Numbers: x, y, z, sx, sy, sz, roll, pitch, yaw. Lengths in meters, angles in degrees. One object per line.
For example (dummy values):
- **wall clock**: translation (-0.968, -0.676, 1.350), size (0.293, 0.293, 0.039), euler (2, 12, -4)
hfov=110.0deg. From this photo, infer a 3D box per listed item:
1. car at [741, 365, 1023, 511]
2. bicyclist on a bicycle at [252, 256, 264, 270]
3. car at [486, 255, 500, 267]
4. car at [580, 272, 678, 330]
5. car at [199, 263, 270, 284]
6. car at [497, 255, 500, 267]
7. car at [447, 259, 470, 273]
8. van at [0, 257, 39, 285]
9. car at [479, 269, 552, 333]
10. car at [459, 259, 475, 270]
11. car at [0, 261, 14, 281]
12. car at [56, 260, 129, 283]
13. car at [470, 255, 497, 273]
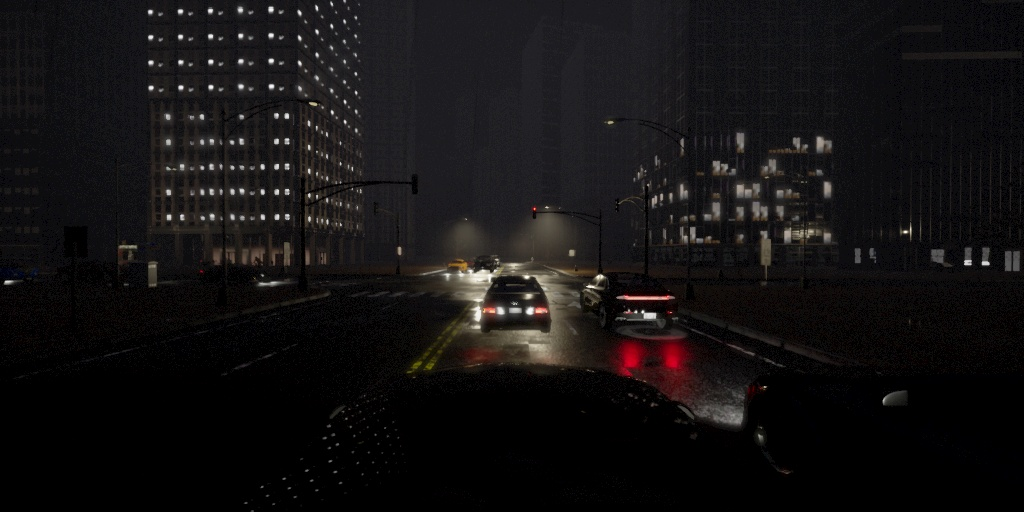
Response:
- **car**: translation (3.354, 1.314, 1.969), size (1.994, 1.385, 4.181), euler (0, 0, 0)
- **bicyclist on a bicycle**: translation (-24.659, 0.867, 34.749), size (0.582, 1.620, 1.656), euler (0, 1, 1)
- **car**: translation (-3.253, 0.896, 63.106), size (2.150, 2.045, 5.566), euler (0, 0, 0)
- **car**: translation (3.359, 1.238, 11.125), size (2.128, 1.511, 4.902), euler (0, 0, 0)
- **car**: translation (-19.955, 1.227, 25.889), size (4.181, 1.385, 1.994), euler (0, 0, 1)
- **car**: translation (-3.276, 1.048, 52.878), size (2.097, 1.767, 4.553), euler (0, 0, 0)
- **car**: translation (-6.540, 1.193, 43.248), size (1.882, 1.535, 5.008), euler (0, 0, 0)
- **van**: translation (-33.905, 0.959, 23.672), size (3.998, 1.789, 1.690), euler (0, 0, 2)
- **car**: translation (0.111, 1.294, 10.713), size (2.033, 1.411, 5.357), euler (0, 0, 1)
- **car**: translation (-6.526, 1.223, 52.660), size (1.812, 1.442, 4.674), euler (0, 0, 0)
- **car**: translation (-40.289, 1.092, 26.442), size (4.674, 1.442, 1.812), euler (0, 0, 2)
- **car**: translation (-30.047, 1.093, 26.155), size (5.008, 1.535, 1.882), euler (0, 0, 2)
- **car**: translation (-3.291, 0.937, 42.924), size (2.150, 2.045, 5.566), euler (0, 0, 0)
